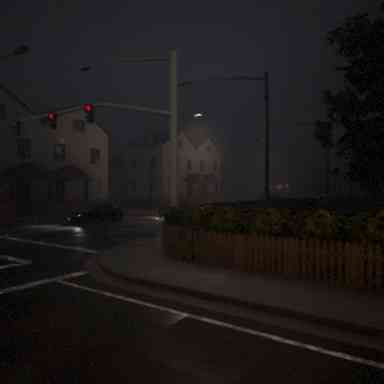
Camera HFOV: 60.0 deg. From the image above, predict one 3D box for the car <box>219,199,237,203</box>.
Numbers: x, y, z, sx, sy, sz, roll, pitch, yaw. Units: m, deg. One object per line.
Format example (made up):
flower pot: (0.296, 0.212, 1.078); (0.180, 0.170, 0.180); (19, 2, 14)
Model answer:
car: (4.561, 1.612, 41.596); (2.033, 1.411, 5.357); (0, 0, 35)

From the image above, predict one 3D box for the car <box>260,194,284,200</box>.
car: (10.804, 1.274, 44.135); (2.150, 2.045, 5.566); (0, 0, 35)

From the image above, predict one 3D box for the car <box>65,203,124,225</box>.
car: (-7.136, 1.590, 24.734); (1.812, 1.442, 4.674); (0, 0, 35)

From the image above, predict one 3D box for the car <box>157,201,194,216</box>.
car: (-1.445, 1.590, 32.942); (1.812, 1.442, 4.674); (0, 0, 35)
